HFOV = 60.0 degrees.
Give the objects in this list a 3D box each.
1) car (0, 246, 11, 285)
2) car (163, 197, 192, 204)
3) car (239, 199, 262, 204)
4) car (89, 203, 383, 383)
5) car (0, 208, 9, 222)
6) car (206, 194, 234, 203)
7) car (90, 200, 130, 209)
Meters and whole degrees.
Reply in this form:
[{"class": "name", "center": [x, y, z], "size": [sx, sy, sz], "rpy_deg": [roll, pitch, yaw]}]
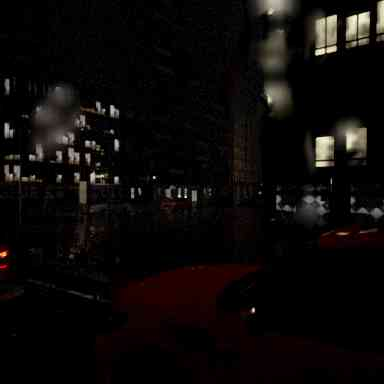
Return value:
[{"class": "car", "center": [-6.195, 1.522, 8.086], "size": [4.674, 1.442, 1.812], "rpy_deg": [0, 0, 35]}, {"class": "car", "center": [-1.860, 1.488, 43.318], "size": [2.097, 1.767, 4.553], "rpy_deg": [1, 0, 37]}, {"class": "car", "center": [9.279, 1.774, 52.946], "size": [2.033, 1.411, 5.357], "rpy_deg": [1, 0, 37]}, {"class": "car", "center": [1.707, 1.221, 2.468], "size": [5.566, 2.045, 2.150], "rpy_deg": [0, 0, 35]}, {"class": "car", "center": [-15.837, 1.594, 24.371], "size": [1.994, 1.385, 4.181], "rpy_deg": [1, 0, 35]}, {"class": "car", "center": [4.389, 1.405, 51.659], "size": [2.150, 2.045, 5.566], "rpy_deg": [1, 0, 37]}, {"class": "car", "center": [-8.413, 1.612, 34.518], "size": [1.812, 1.442, 4.674], "rpy_deg": [1, 0, 36]}]
